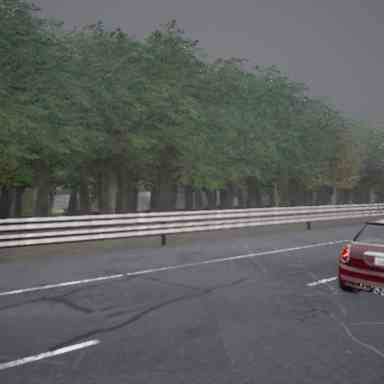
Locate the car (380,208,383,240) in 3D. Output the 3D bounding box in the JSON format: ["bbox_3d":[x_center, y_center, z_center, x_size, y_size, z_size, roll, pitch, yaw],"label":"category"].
[{"bbox_3d":[11.453,1.500,16.216,4.902,1.511,2.128,0,0,-35],"label":"car"}]

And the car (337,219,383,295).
[{"bbox_3d":[5.372,1.354,7.580,4.553,1.767,2.097,0,0,-36],"label":"car"}]
